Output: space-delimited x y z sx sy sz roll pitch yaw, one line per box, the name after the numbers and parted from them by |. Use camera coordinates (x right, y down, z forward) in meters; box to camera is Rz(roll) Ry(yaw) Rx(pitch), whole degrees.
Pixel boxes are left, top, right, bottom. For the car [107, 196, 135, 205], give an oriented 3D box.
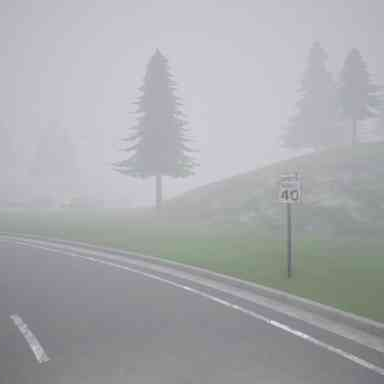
-13.157 1.477 61.726 1.882 1.535 5.008 0 0 38 | car

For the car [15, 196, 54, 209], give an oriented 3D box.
-21.161 1.353 45.761 2.097 1.767 4.553 0 0 38 | car

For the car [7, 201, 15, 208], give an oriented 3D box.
-23.860 1.601 47.994 1.895 1.301 4.718 0 0 38 | car

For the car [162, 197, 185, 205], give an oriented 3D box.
-3.891 1.601 56.543 1.895 1.301 4.718 0 0 38 | car

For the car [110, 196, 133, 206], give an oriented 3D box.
-12.577 1.491 56.794 2.128 1.511 4.902 0 0 38 | car

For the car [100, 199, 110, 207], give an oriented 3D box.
-14.988 1.547 48.005 2.033 1.411 5.357 0 0 38 | car

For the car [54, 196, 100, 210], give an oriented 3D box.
-14.692 1.352 42.679 2.097 1.767 4.553 0 0 38 | car
